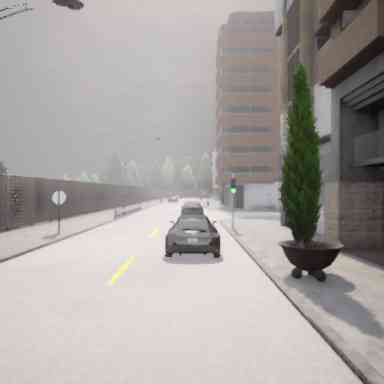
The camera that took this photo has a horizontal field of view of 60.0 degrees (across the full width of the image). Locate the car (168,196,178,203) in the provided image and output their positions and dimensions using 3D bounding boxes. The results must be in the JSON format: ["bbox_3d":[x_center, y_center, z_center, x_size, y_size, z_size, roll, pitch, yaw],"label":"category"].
[{"bbox_3d":[-3.987,1.589,69.468,1.994,1.385,4.181,0,0,0],"label":"car"}]

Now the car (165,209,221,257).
[{"bbox_3d":[0.044,1.571,13.000,1.994,1.385,4.181,0,0,1],"label":"car"}]

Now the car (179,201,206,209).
[{"bbox_3d":[0.043,1.520,27.523,1.837,1.490,4.892,0,0,0],"label":"car"}]

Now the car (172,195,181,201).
[{"bbox_3d":[-3.982,1.418,85.095,2.128,1.511,4.902,0,0,0],"label":"car"}]
